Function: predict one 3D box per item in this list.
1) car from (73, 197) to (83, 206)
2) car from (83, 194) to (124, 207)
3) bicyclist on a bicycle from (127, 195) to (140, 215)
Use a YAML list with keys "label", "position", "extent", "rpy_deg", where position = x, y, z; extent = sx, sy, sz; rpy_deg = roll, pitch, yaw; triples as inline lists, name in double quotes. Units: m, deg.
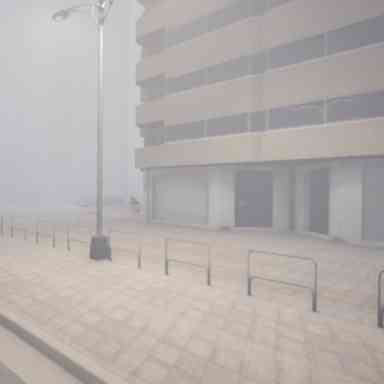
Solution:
- label: "car"
  position: [-13.872, 1.122, 45.621]
  extent: [1.837, 1.490, 4.892]
  rpy_deg: [1, 1, 40]
- label: "car"
  position: [-11.193, 1.162, 43.368]
  extent: [1.837, 1.490, 4.892]
  rpy_deg: [1, 1, 40]
- label: "bicyclist on a bicycle"
  position: [-5.004, 1.120, 28.283]
  extent: [1.656, 1.620, 0.582]
  rpy_deg: [1, 0, 40]
